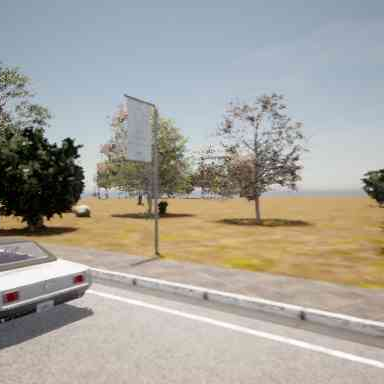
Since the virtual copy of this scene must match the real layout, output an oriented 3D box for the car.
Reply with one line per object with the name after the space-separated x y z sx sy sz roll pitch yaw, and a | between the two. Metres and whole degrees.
-4.285 1.594 6.693 4.718 1.301 1.895 0 0 33 | car
